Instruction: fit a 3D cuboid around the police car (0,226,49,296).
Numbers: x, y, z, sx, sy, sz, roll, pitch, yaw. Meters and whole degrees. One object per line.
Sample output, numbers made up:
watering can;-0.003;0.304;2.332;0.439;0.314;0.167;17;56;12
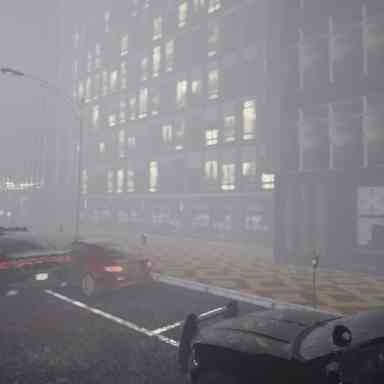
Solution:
police car;-5.347;1.787;9.392;5.238;1.638;1.930;-1;-4;42

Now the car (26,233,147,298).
car;-2.856;2.001;9.535;4.206;1.307;1.802;-1;-4;42

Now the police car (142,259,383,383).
police car;2.055;1.612;2.671;5.238;1.638;1.930;-1;-4;42
